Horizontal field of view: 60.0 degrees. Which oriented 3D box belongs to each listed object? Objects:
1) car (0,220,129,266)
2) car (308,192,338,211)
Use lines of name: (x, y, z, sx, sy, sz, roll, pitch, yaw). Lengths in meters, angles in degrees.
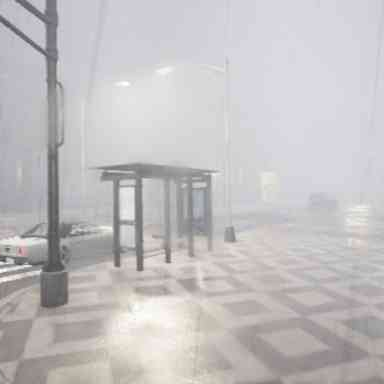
car: (-3.875, 1.586, 11.021, 1.895, 1.301, 4.718, -1, 0, 29)
car: (14.617, 1.012, 36.922, 2.150, 2.045, 5.566, -1, 0, 35)
